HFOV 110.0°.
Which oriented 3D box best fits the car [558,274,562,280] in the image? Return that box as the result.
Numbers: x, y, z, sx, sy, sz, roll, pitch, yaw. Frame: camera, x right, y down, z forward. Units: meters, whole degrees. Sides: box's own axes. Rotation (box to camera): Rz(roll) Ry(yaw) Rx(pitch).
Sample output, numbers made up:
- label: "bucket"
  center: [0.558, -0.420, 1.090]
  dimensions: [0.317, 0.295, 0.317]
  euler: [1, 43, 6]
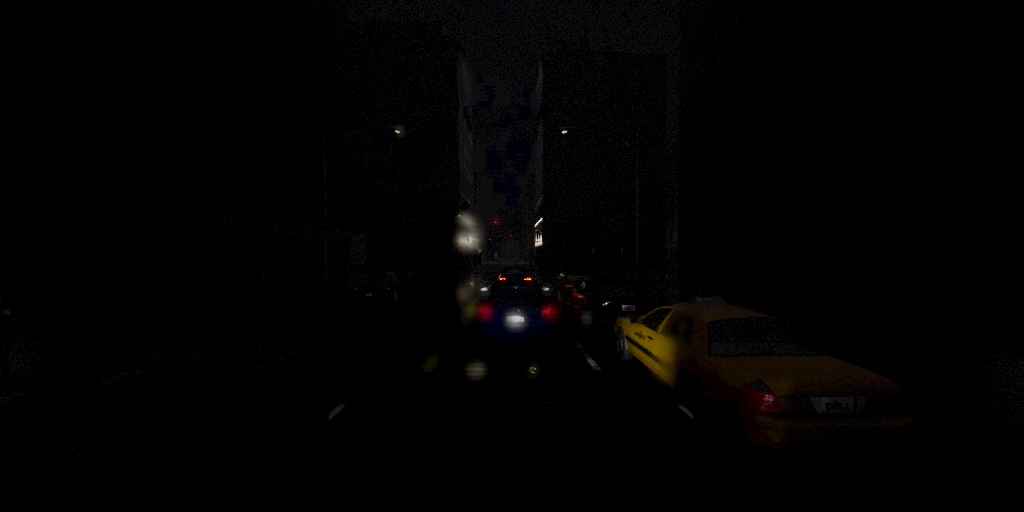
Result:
- label: "car"
  center: [2.882, 1.327, 16.464]
  dimensions: [1.802, 1.307, 4.207]
  euler: [0, 0, 0]

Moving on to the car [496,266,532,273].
- label: "car"
  center: [0.111, 1.270, 19.578]
  dimensions: [1.812, 1.442, 4.674]
  euler: [0, 0, -2]

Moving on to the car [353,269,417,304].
- label: "car"
  center: [-5.663, 1.290, 16.466]
  dimensions: [1.888, 1.381, 4.507]
  euler: [0, 0, 0]

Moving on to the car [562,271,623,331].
- label: "car"
  center: [2.879, 1.313, 10.878]
  dimensions: [1.948, 1.339, 4.313]
  euler: [0, 0, 0]

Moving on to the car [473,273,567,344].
- label: "car"
  center: [0.104, 1.312, 9.563]
  dimensions: [1.994, 1.385, 4.181]
  euler: [0, 0, 0]

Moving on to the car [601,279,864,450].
- label: "car"
  center: [2.876, 1.274, 5.462]
  dimensions: [1.751, 1.417, 4.829]
  euler: [0, 0, 0]
